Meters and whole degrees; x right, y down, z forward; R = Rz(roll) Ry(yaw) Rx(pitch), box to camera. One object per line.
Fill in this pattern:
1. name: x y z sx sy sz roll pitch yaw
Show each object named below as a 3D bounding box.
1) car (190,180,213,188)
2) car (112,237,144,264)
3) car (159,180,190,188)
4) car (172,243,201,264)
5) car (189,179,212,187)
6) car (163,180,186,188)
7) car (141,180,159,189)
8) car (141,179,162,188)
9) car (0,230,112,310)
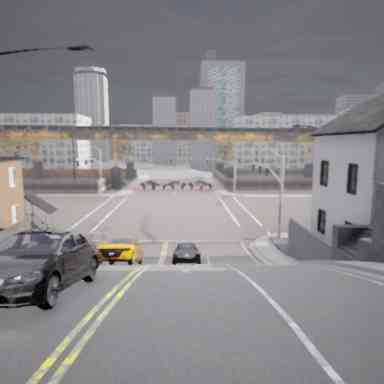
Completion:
1. car: 1.784 -1.629 68.404 4.974 1.542 2.038 5 9 28
2. car: -3.885 3.251 18.544 1.882 1.535 5.008 0 -13 0
3. car: -3.577 -1.529 67.587 4.974 1.542 2.038 -6 10 -36
4. car: -0.389 4.340 23.945 1.994 1.385 4.181 0 -6 -2
5. car: 1.739 -1.788 68.406 4.536 1.218 1.853 5 9 28
6. car: -3.535 -1.689 67.596 4.536 1.218 1.853 -6 10 -36
7. car: -8.185 -1.538 67.546 4.974 1.542 2.038 8 11 43
8. car: -8.223 -1.699 67.559 4.536 1.218 1.853 8 11 43
9. car: -3.687 1.704 8.174 2.128 1.511 4.902 0 -5 -1
